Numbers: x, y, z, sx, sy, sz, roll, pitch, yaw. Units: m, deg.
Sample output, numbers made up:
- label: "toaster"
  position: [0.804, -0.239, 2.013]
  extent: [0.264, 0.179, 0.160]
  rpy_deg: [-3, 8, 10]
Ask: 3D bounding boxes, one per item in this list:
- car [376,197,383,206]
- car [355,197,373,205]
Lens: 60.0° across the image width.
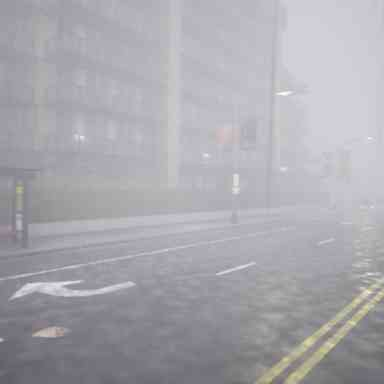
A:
- label: "car"
  position: [33.690, 1.576, 58.041]
  extent: [2.128, 1.511, 4.902]
  rpy_deg: [1, 0, 14]
- label: "car"
  position: [30.268, 1.632, 58.702]
  extent: [1.895, 1.301, 4.718]
  rpy_deg: [1, 0, 13]
